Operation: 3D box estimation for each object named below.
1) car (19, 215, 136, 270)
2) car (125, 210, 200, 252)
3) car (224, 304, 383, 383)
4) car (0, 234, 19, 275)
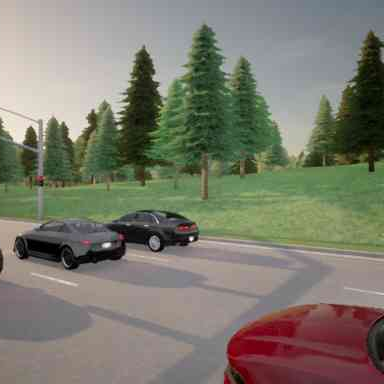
[{"bbox_3d":[-4.163,1.563,11.143,4.181,1.385,1.994,0,0,36],"label":"car"},{"bbox_3d":[-1.984,1.504,13.890,4.892,1.490,1.837,0,0,36],"label":"car"},{"bbox_3d":[2.567,1.478,2.158,5.008,1.535,1.882,0,0,36],"label":"car"},{"bbox_3d":[-6.628,1.525,8.615,4.674,1.442,1.812,0,0,36],"label":"car"}]
